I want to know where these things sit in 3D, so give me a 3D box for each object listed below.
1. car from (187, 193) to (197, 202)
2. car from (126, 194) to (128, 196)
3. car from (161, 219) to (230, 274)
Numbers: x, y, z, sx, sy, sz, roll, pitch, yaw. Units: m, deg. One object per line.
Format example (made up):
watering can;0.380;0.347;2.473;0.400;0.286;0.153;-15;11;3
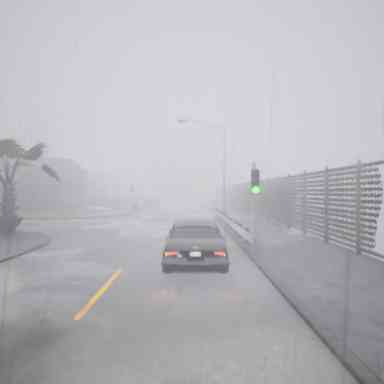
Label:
car;-0.015;1.311;80.541;2.150;2.045;5.566;0;0;0
car;-17.293;1.220;80.511;3.633;1.501;1.845;0;0;0
car;0.092;1.559;10.580;2.033;1.411;5.357;0;0;0
